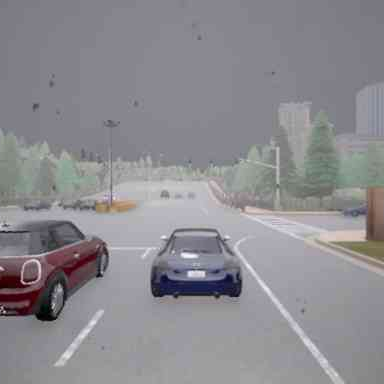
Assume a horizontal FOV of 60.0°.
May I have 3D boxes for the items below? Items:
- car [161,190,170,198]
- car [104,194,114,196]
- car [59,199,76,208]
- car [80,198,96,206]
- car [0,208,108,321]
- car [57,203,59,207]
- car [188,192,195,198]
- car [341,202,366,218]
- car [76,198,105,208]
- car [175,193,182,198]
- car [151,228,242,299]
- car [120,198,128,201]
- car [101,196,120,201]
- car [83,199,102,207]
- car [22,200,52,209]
[{"bbox_3d":[-7.063,0.468,87.720,2.150,2.045,5.566,0,6,0],"label":"car"},{"bbox_3d":[-17.482,1.543,69.295,2.150,2.045,5.566,0,1,0],"label":"car"},{"bbox_3d":[-17.539,1.821,49.369,1.837,1.490,4.892,0,0,0],"label":"car"},{"bbox_3d":[-20.973,1.960,67.196,1.895,1.301,4.718,0,1,0],"label":"car"},{"bbox_3d":[-3.417,1.400,7.526,2.097,1.767,4.553,0,0,0],"label":"car"},{"bbox_3d":[-21.019,1.909,56.485,2.033,1.411,5.357,0,0,0],"label":"car"},{"bbox_3d":[-0.062,0.801,87.544,2.033,1.411,5.357,0,6,0],"label":"car"},{"bbox_3d":[17.128,1.734,32.632,4.674,1.442,1.812,0,0,0],"label":"car"},{"bbox_3d":[-14.046,1.859,46.164,1.994,1.385,4.181,0,0,0],"label":"car"},{"bbox_3d":[-3.562,0.869,87.458,1.895,1.301,4.718,0,6,0],"label":"car"},{"bbox_3d":[0.095,1.621,8.658,1.994,1.385,4.181,0,0,0],"label":"car"},{"bbox_3d":[-13.976,1.951,67.657,1.895,1.301,4.718,0,1,0],"label":"car"},{"bbox_3d":[-14.028,1.902,55.447,2.033,1.411,5.357,0,0,0],"label":"car"},{"bbox_3d":[-17.513,1.976,58.622,1.895,1.301,4.718,0,0,0],"label":"car"},{"bbox_3d":[-21.046,1.839,45.522,2.033,1.411,5.357,0,0,0],"label":"car"}]
